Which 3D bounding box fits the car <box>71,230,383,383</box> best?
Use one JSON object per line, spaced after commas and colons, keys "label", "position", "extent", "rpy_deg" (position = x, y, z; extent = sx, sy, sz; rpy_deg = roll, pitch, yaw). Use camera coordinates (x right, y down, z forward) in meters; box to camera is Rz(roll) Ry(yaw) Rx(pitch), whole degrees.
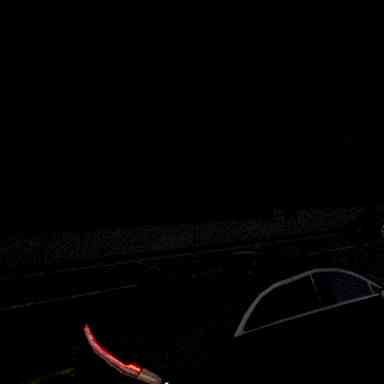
{"label": "car", "position": [1.110, 1.492, 4.113], "extent": [4.902, 1.511, 2.128], "rpy_deg": [0, 0, -35]}

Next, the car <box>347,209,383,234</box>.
{"label": "car", "position": [9.998, 1.567, 17.645], "extent": [4.313, 1.339, 1.947], "rpy_deg": [0, 0, -36]}
